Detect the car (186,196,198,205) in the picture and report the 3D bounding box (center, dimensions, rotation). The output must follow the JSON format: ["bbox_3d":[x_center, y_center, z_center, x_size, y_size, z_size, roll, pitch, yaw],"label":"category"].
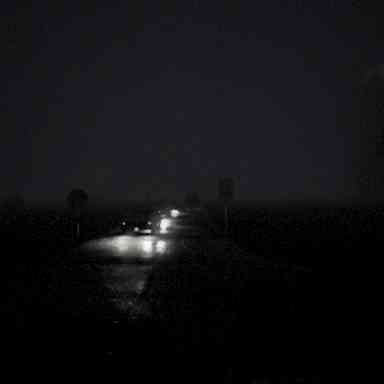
[{"bbox_3d":[0.011,1.489,60.306,2.033,1.411,5.357,0,0,0],"label":"car"}]

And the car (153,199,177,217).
[{"bbox_3d":[-2.840,1.451,30.339,2.128,1.511,4.902,0,0,0],"label":"car"}]

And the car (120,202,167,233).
[{"bbox_3d":[-2.842,1.519,19.680,2.033,1.411,5.357,0,0,0],"label":"car"}]

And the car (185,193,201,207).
[{"bbox_3d":[0.107,1.167,49.999,2.150,2.045,5.566,0,0,0],"label":"car"}]
